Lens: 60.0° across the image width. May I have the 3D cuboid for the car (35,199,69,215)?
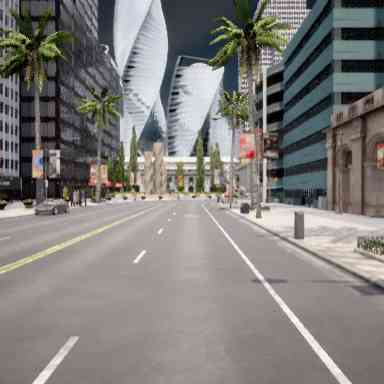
[{"bbox_3d":[-13.586,1.429,32.549,2.231,1.521,4.892,0,0,0],"label":"car"}]
